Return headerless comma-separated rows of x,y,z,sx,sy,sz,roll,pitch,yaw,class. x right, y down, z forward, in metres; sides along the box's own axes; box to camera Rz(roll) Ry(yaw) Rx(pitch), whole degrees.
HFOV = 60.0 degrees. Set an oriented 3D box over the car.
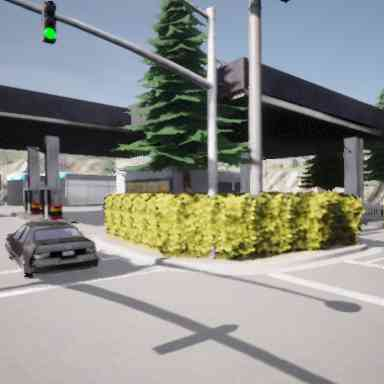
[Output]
-4.642,1.635,10.629,2.033,1.411,5.357,-1,0,-35,car
